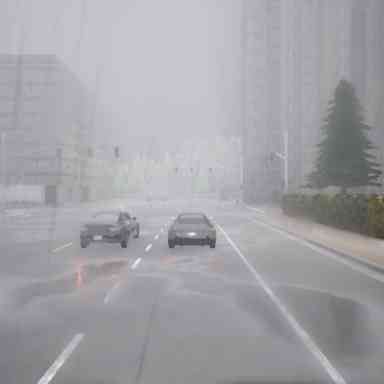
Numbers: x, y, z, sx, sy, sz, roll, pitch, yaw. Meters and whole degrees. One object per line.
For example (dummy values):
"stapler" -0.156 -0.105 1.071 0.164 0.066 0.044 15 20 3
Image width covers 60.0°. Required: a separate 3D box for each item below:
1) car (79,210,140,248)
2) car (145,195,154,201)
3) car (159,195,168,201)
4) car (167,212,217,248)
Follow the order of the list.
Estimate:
"car" -3.500 1.532 14.650 1.812 1.442 4.674 0 0 0
"car" -10.500 1.516 83.067 2.033 1.411 5.357 0 0 0
"car" -7.000 1.516 83.067 2.033 1.411 5.357 0 0 0
"car" 0.000 1.571 14.650 1.994 1.385 4.181 0 0 0
